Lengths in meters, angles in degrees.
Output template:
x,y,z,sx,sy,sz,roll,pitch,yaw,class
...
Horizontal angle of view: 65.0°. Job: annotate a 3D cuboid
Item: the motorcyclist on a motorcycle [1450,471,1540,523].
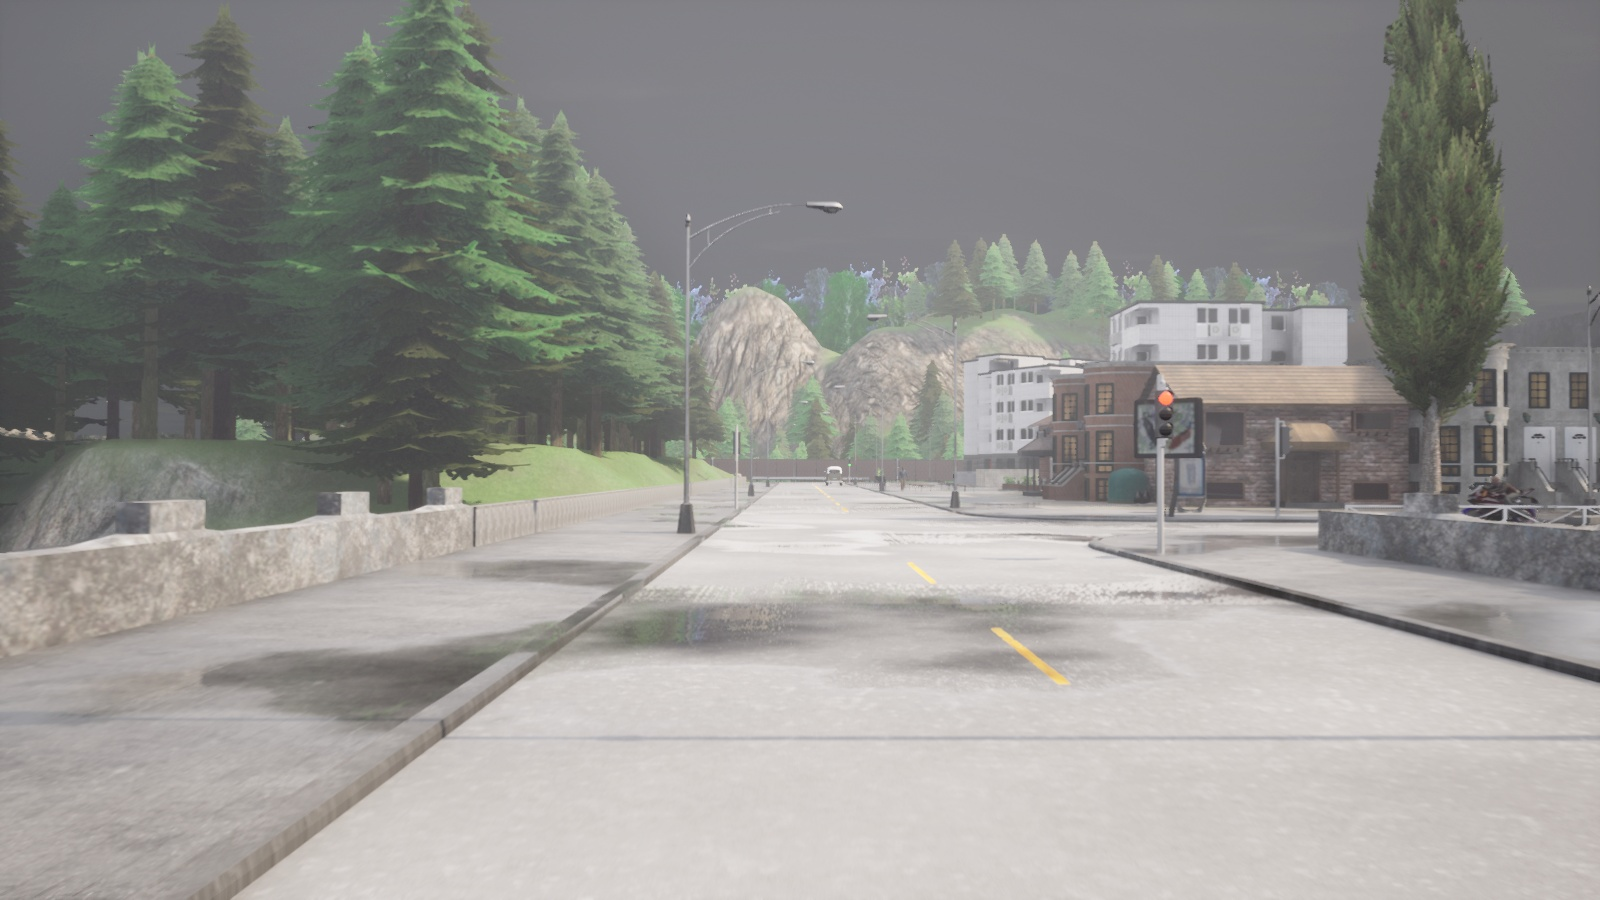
x,y,z,sx,sy,sz,roll,pitch,yaw,class
20.780,1.395,37.566,2.191,1.530,0.866,0,-1,0,motorcyclist on a motorcycle
